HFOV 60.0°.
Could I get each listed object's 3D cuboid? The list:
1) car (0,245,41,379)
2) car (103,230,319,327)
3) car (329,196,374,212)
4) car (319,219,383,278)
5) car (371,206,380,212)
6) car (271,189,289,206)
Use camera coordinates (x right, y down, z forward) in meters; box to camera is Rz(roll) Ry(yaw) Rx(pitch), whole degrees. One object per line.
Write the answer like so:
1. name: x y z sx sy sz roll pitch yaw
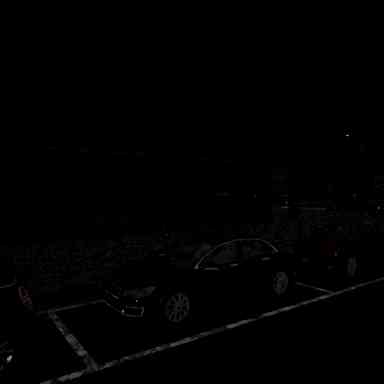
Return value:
1. car: -4.061 1.440 3.752 4.097 1.590 1.967 0 0 -36
2. car: 0.379 1.551 6.924 4.403 1.369 2.008 0 0 -36
3. car: 15.961 1.172 32.991 2.128 1.511 4.902 0 1 -36
4. car: 4.820 1.545 10.096 4.507 1.381 1.887 0 0 -36
5. car: 9.260 1.441 13.268 4.097 1.590 1.967 0 0 -36
6. car: 10.222 0.710 40.994 2.150 2.045 5.566 0 1 -35
